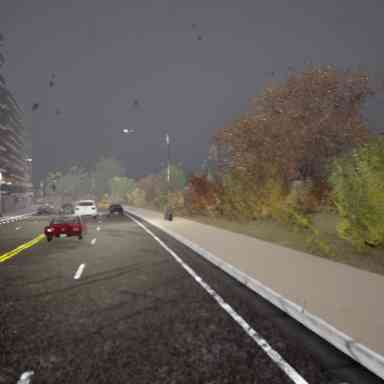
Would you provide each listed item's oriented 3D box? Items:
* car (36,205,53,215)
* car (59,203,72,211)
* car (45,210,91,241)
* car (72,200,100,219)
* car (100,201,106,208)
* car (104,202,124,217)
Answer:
[{"bbox_3d":[-22.863,2.799,51.796,2.033,1.411,5.357,-2,-1,-16],"label":"car"},{"bbox_3d":[-19.825,2.513,52.883,2.097,1.767,4.553,-2,-1,-16],"label":"car"},{"bbox_3d":[-7.265,2.033,19.608,1.895,1.301,4.718,-2,-1,-14],"label":"car"},{"bbox_3d":[-11.909,1.980,37.576,2.150,2.045,5.566,-2,-1,-15],"label":"car"},{"bbox_3d":[-19.553,2.810,73.381,1.882,1.535,5.008,-2,-1,-20],"label":"car"},{"bbox_3d":[-9.302,2.202,40.357,1.837,1.490,4.892,-2,-1,-15],"label":"car"}]
